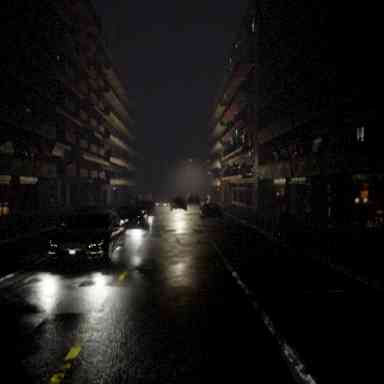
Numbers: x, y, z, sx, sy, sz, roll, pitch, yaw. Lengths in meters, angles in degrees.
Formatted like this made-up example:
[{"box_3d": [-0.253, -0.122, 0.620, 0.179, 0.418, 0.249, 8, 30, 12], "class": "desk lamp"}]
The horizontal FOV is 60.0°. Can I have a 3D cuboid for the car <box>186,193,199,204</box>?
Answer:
[{"box_3d": [-0.008, 1.200, 60.938, 2.192, 1.841, 5.009, -1, 0, -3], "class": "car"}]

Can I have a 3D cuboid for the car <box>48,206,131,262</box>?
[{"box_3d": [-3.579, 1.487, 12.071, 1.837, 1.490, 4.892, 0, 0, -3], "class": "car"}]

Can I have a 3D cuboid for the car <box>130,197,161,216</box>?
[{"box_3d": [-4.451, 1.491, 32.552, 2.033, 1.411, 5.357, 0, 0, -2], "class": "car"}]

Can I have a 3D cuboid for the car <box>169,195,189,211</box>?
[{"box_3d": [-1.564, 1.457, 38.966, 1.812, 1.442, 4.674, 0, 0, -2], "class": "car"}]

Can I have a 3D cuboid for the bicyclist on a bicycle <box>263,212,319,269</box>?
[{"box_3d": [2.847, 1.401, 9.566, 1.656, 1.620, 0.582, 0, 0, -3], "class": "bicyclist on a bicycle"}]

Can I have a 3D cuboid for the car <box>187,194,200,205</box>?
[{"box_3d": [0.243, 1.213, 55.279, 2.192, 1.841, 5.009, -1, 0, -3], "class": "car"}]

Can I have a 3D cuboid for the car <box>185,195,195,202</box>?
[{"box_3d": [-0.508, 1.401, 72.257, 1.887, 1.381, 4.507, -1, 0, -3], "class": "car"}]

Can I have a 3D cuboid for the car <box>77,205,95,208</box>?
[{"box_3d": [-6.578, 1.511, 20.896, 1.887, 1.381, 4.507, -1, 0, -3], "class": "car"}]

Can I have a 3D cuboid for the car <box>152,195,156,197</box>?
[{"box_3d": [-8.344, 1.201, 60.507, 2.192, 1.841, 5.009, -1, 0, -3], "class": "car"}]

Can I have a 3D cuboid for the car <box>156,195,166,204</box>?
[{"box_3d": [-5.769, 1.386, 62.124, 1.837, 1.490, 4.892, 0, 0, -2], "class": "car"}]

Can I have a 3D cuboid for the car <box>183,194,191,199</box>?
[{"box_3d": [-1.480, 1.361, 94.893, 1.947, 1.339, 4.313, -1, 0, -3], "class": "car"}]

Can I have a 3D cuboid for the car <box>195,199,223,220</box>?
[{"box_3d": [1.507, 1.536, 26.986, 1.802, 1.307, 4.206, -1, 0, -3], "class": "car"}]

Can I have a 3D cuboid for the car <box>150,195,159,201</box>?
[{"box_3d": [-9.347, 1.394, 83.146, 1.947, 1.339, 4.313, -1, 0, -3], "class": "car"}]

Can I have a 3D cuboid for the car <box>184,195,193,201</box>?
[{"box_3d": [-0.754, 1.408, 77.916, 1.947, 1.339, 4.313, -1, 0, -3], "class": "car"}]

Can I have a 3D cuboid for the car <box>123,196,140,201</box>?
[{"box_3d": [-7.327, 1.459, 37.702, 1.752, 1.417, 4.829, -1, 0, -3], "class": "car"}]

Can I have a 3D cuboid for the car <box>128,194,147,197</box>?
[{"box_3d": [-7.589, 1.238, 43.531, 2.192, 1.841, 5.009, -1, 0, -3], "class": "car"}]

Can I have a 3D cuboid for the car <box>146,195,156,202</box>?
[{"box_3d": [-8.844, 1.403, 71.826, 1.887, 1.381, 4.507, -1, 0, -3], "class": "car"}]

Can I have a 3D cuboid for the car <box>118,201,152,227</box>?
[{"box_3d": [-4.008, 1.528, 21.997, 1.994, 1.385, 4.181, 0, 0, -2], "class": "car"}]

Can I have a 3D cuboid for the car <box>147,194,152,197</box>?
[{"box_3d": [-8.089, 1.444, 54.850, 1.887, 1.381, 4.507, -1, 0, -3], "class": "car"}]
